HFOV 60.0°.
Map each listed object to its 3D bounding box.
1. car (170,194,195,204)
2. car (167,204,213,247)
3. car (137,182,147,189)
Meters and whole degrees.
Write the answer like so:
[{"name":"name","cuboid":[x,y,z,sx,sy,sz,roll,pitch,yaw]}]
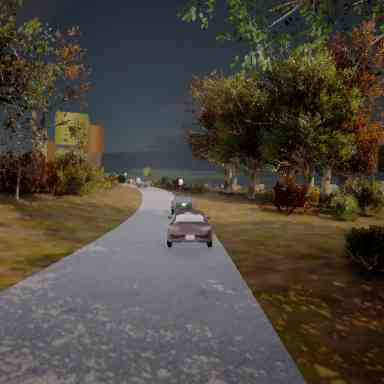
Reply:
[{"name":"car","cuboid":[-0.833,0.985,29.677,2.097,1.767,4.553,0,2,-4]},{"name":"car","cuboid":[-0.121,1.494,14.672,1.812,1.442,4.674,0,1,-1]},{"name":"car","cuboid":[-11.391,-1.565,75.604,1.837,1.490,4.892,1,3,-15]}]
